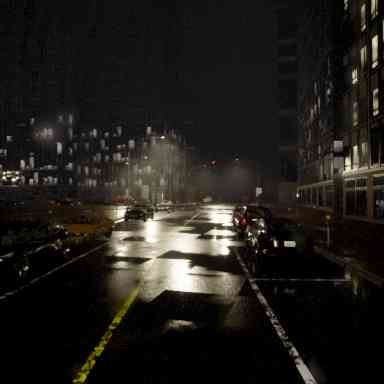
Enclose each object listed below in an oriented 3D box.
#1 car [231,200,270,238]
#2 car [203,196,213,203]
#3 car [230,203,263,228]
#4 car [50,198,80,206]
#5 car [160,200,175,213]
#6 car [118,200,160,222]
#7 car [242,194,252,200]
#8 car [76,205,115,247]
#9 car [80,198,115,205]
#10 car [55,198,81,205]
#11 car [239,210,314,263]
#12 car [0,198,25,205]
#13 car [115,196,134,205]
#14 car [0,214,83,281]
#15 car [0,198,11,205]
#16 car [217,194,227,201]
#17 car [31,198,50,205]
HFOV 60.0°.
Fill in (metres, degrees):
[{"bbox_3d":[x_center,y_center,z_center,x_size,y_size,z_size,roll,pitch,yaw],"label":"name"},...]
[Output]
[{"bbox_3d":[3.275,1.449,17.583,1.967,1.590,4.097,1,0,4],"label":"car"},{"bbox_3d":[3.602,1.675,73.806,1.752,1.417,4.829,1,0,14],"label":"car"},{"bbox_3d":[3.666,1.557,23.212,1.887,1.381,4.507,1,0,5],"label":"car"},{"bbox_3d":[-20.624,1.695,55.338,4.403,1.369,2.008,0,-1,15],"label":"car"},{"bbox_3d":[-2.983,1.595,37.153,2.008,1.369,4.403,1,0,7],"label":"car"},{"bbox_3d":[-4.114,1.578,26.396,2.008,1.369,4.403,1,0,5],"label":"car"},{"bbox_3d":[12.603,1.440,76.045,2.192,1.841,5.009,1,0,15],"label":"car"},{"bbox_3d":[-4.884,1.540,15.297,1.752,1.417,4.829,1,0,3],"label":"car"},{"bbox_3d":[-15.232,1.675,53.857,4.313,1.339,1.947,0,-1,15],"label":"car"},{"bbox_3d":[-23.941,1.882,64.420,4.403,1.369,2.008,0,-1,15],"label":"car"},{"bbox_3d":[2.981,1.571,11.903,1.947,1.339,4.313,1,0,2],"label":"car"},{"bbox_3d":[-31.408,1.767,58.301,4.403,1.369,2.008,0,-1,15],"label":"car"},{"bbox_3d":[-13.152,1.575,61.461,5.009,1.841,2.192,0,-1,15],"label":"car"},{"bbox_3d":[-5.116,1.574,9.973,1.947,1.339,4.313,1,0,2],"label":"car"},{"bbox_3d":[-40.125,1.989,68.866,4.403,1.369,2.008,0,-1,15],"label":"car"},{"bbox_3d":[8.166,1.530,89.895,2.192,1.841,5.009,1,0,16],"label":"car"},{"bbox_3d":[-29.499,1.893,65.947,4.829,1.417,1.752,0,-1,15],"label":"car"}]
